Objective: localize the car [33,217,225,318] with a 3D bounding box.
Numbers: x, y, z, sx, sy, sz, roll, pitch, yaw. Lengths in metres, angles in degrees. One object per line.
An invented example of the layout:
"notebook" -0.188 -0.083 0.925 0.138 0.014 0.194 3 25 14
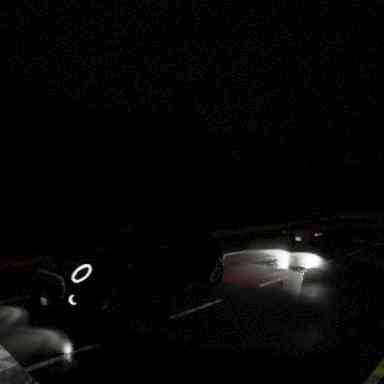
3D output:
"car" -1.266 1.510 7.993 2.097 1.767 4.553 -2 -1 45

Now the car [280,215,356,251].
"car" 5.751 1.738 15.040 1.994 1.385 4.181 -2 -1 45
